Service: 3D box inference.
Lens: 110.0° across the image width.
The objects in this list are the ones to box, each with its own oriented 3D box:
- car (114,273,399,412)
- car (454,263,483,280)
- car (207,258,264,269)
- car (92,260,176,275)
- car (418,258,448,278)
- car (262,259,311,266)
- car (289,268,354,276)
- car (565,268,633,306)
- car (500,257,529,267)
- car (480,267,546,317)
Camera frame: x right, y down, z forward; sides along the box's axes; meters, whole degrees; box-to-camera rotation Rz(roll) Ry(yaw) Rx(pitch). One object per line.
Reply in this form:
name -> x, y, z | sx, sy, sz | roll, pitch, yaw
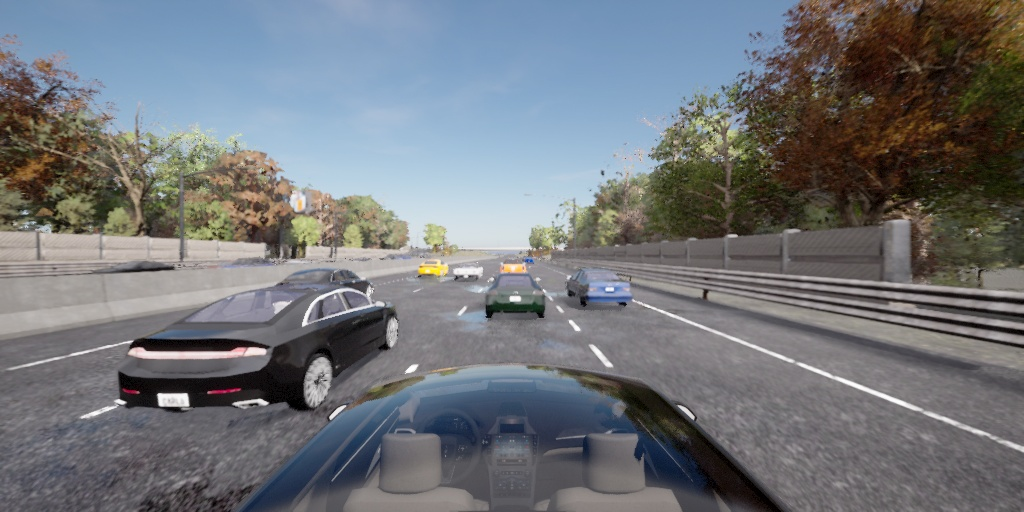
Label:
car -> -3.399, 1.219, 6.022 | 2.128, 1.511, 4.902 | 0, 0, 0
car -> -3.404, 1.218, 28.809 | 1.895, 1.301, 4.718 | 0, 0, 0
car -> -21.102, 0.968, 28.527 | 2.097, 1.767, 4.553 | 0, 0, 0
car -> -28.102, 1.101, 26.835 | 1.882, 1.535, 5.008 | 0, 0, 0
car -> -6.905, 1.080, 31.843 | 1.882, 1.535, 5.008 | 0, 0, 0
car -> -17.602, 1.139, 29.118 | 1.812, 1.442, 4.674 | 0, 0, 0
car -> -6.902, 1.194, 13.624 | 1.837, 1.490, 4.892 | 0, 0, 0
car -> 3.513, 1.228, 15.344 | 2.033, 1.411, 5.357 | 0, 0, 0
car -> 0.094, 0.965, 29.918 | 2.097, 1.767, 4.553 | 0, 0, 0
car -> 0.098, 1.258, 12.898 | 1.994, 1.385, 4.181 | 0, 0, 0
